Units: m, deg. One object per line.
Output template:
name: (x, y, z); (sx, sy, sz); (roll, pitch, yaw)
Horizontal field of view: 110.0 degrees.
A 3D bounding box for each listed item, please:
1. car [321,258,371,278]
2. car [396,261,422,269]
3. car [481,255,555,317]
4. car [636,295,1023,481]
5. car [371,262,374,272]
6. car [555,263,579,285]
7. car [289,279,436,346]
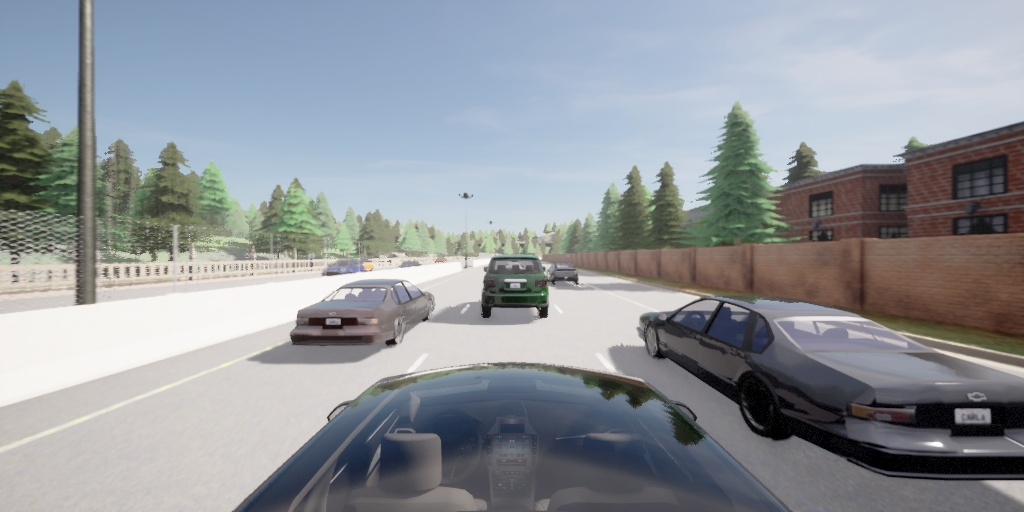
car: (-14.092, 1.103, 30.244); (2.097, 1.767, 4.553); (0, 0, 0)
car: (-10.585, 1.259, 37.153); (1.837, 1.490, 4.892); (0, -1, 0)
car: (0.098, 0.972, 13.274); (2.150, 2.045, 5.566); (0, 0, 0)
car: (3.599, 1.298, 5.313); (2.033, 1.411, 5.357); (0, 0, 0)
car: (-17.581, 1.103, 41.075); (2.097, 1.767, 4.553); (0, 0, 0)
car: (3.597, 1.243, 26.150); (2.128, 1.511, 4.902); (0, 0, 0)
car: (-3.401, 1.298, 9.329); (2.033, 1.411, 5.357); (0, 0, 0)
